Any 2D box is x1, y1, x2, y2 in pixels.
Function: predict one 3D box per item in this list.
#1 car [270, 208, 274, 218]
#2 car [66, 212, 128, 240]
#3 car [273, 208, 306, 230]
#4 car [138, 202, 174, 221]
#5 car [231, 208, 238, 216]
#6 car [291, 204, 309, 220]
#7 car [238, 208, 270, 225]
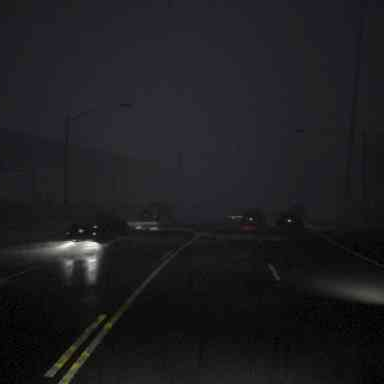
[{"bbox_3d":[12.588,3.123,49.705,2.128,1.511,4.902,0,-2,21],"label":"car"},{"bbox_3d":[-5.086,1.786,18.343,1.994,1.385,4.181,0,-2,11],"label":"car"},{"bbox_3d":[7.661,2.142,26.078,1.994,1.385,4.181,0,-2,17],"label":"car"},{"bbox_3d":[-3.817,2.103,36.416,2.150,2.045,5.566,0,-2,19],"label":"car"},{"bbox_3d":[8.204,3.491,58.113,1.994,1.385,4.181,0,-2,21],"label":"car"},{"bbox_3d":[14.130,2.631,43.884,2.150,2.045,5.566,0,-2,21],"label":"car"},{"bbox_3d":[6.155,2.335,32.424,1.837,1.490,4.892,0,-3,19],"label":"car"}]
